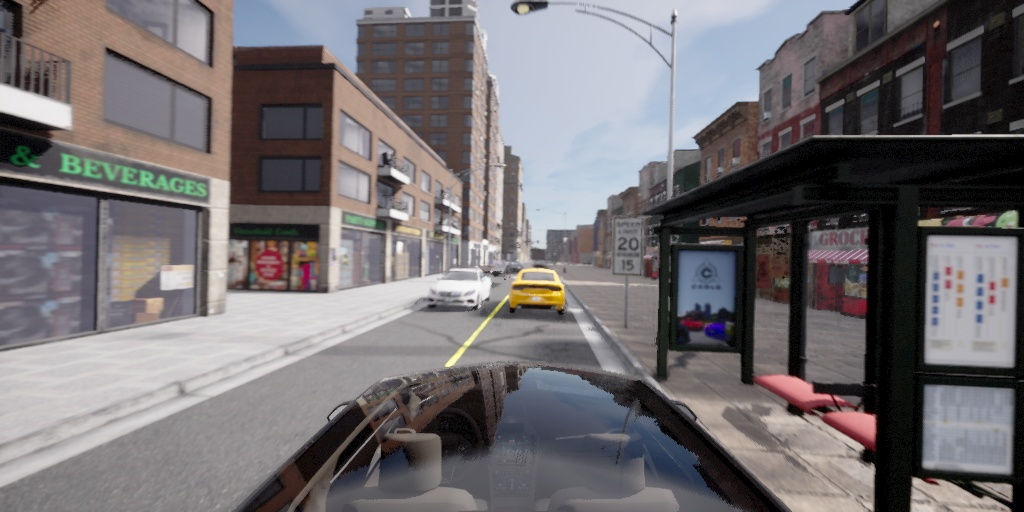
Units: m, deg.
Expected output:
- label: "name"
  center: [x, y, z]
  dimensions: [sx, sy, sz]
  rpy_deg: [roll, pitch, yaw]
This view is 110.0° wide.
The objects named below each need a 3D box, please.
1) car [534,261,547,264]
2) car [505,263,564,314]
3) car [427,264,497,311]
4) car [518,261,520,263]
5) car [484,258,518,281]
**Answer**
- label: "car"
  center: [3.087, 1.289, 39.274]
  dimensions: [1.837, 1.490, 4.892]
  rpy_deg: [1, 0, 5]
- label: "car"
  center: [0.998, 1.239, 14.081]
  dimensions: [1.882, 1.535, 5.008]
  rpy_deg: [1, 0, 5]
- label: "car"
  center: [-1.931, 1.215, 14.483]
  dimensions: [1.812, 1.442, 4.674]
  rpy_deg: [1, 0, 5]
- label: "car"
  center: [0.225, 1.278, 39.572]
  dimensions: [1.994, 1.385, 4.181]
  rpy_deg: [1, 0, 5]
- label: "car"
  center: [-1.012, 0.855, 24.244]
  dimensions: [2.033, 1.411, 5.357]
  rpy_deg: [1, 0, 5]
